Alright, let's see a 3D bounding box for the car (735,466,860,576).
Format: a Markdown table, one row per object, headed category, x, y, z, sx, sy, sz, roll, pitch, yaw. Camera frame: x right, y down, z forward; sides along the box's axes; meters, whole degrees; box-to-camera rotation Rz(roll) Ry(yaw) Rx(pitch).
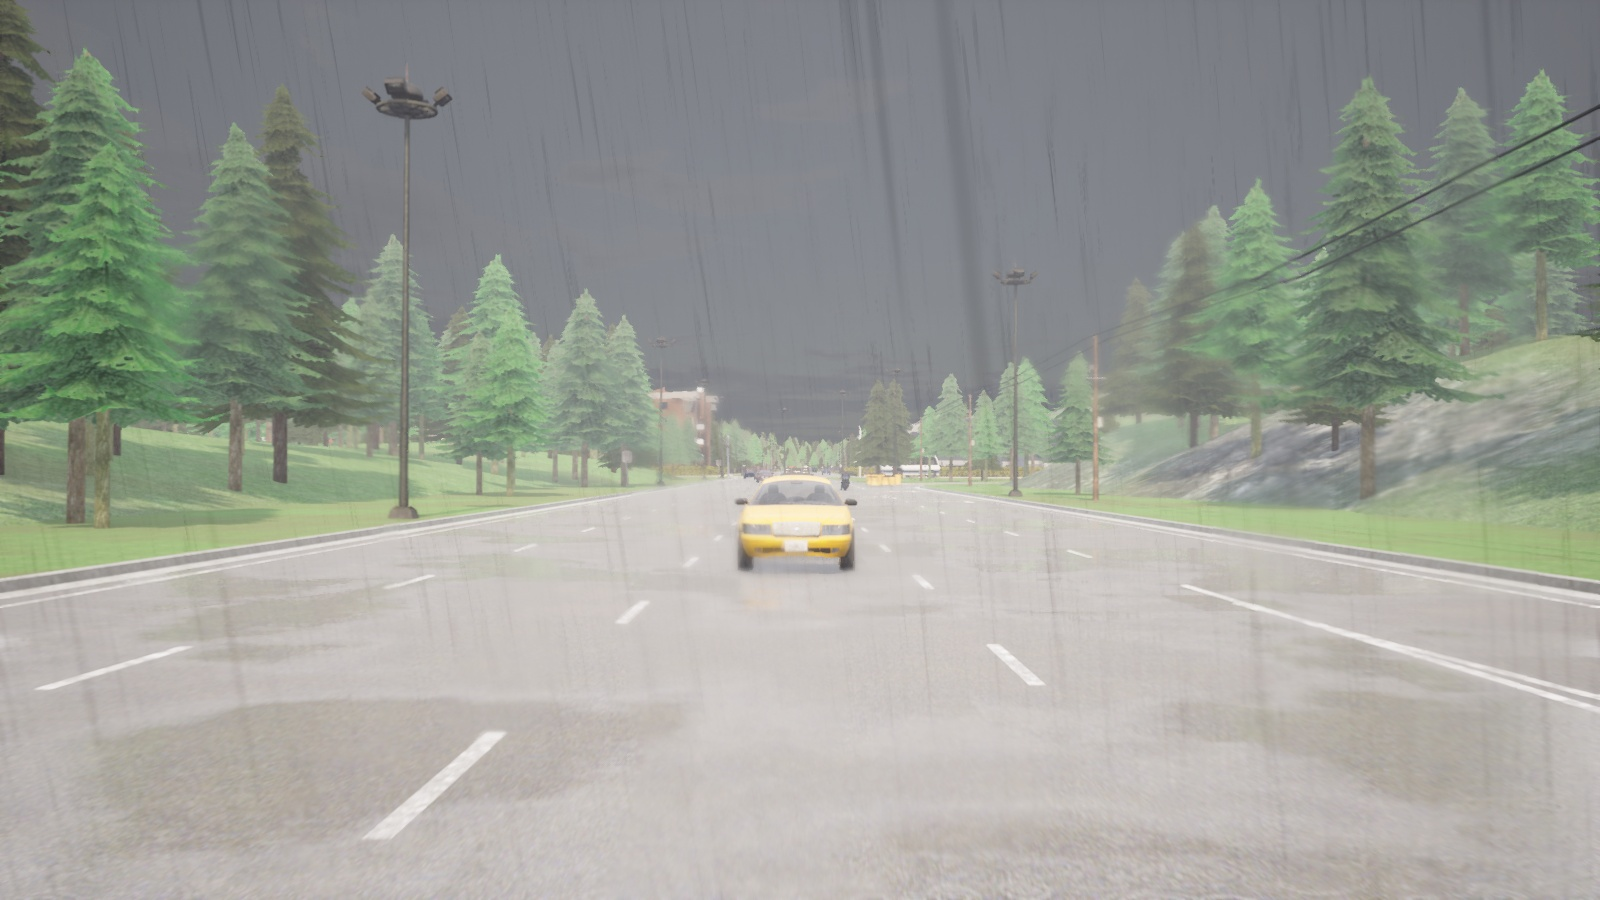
| category | x | y | z | sx | sy | sz | roll | pitch | yaw |
| --- | --- | --- | --- | --- | --- | --- | --- | --- | --- |
| car | -0.050 | 1.060 | 20.801 | 1.801 | 1.575 | 5.366 | 0 | -1 | 0 |
